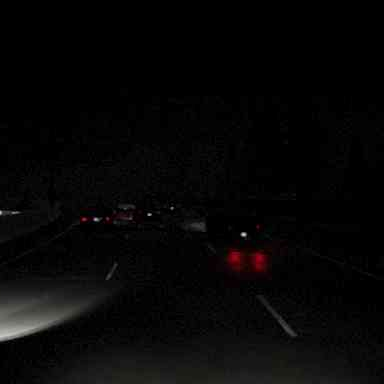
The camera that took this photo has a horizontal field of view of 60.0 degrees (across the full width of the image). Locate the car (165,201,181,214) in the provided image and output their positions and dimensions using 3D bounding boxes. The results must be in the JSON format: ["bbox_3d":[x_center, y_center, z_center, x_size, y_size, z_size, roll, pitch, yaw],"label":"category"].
[{"bbox_3d":[-2.627,1.579,34.752,1.994,1.385,4.181,0,0,-19],"label":"car"}]

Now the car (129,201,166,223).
[{"bbox_3d":[-3.500,1.578,25.583,1.994,1.385,4.181,0,0,-14],"label":"car"}]

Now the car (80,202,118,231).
[{"bbox_3d":[-5.859,1.567,20.825,2.033,1.411,5.357,0,0,-12],"label":"car"}]

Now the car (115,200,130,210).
[{"bbox_3d":[-8.508,1.632,40.323,1.895,1.301,4.718,0,0,-22],"label":"car"}]

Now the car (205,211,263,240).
[{"bbox_3d":[1.953,1.600,17.043,1.895,1.301,4.718,0,0,-9],"label":"car"}]
